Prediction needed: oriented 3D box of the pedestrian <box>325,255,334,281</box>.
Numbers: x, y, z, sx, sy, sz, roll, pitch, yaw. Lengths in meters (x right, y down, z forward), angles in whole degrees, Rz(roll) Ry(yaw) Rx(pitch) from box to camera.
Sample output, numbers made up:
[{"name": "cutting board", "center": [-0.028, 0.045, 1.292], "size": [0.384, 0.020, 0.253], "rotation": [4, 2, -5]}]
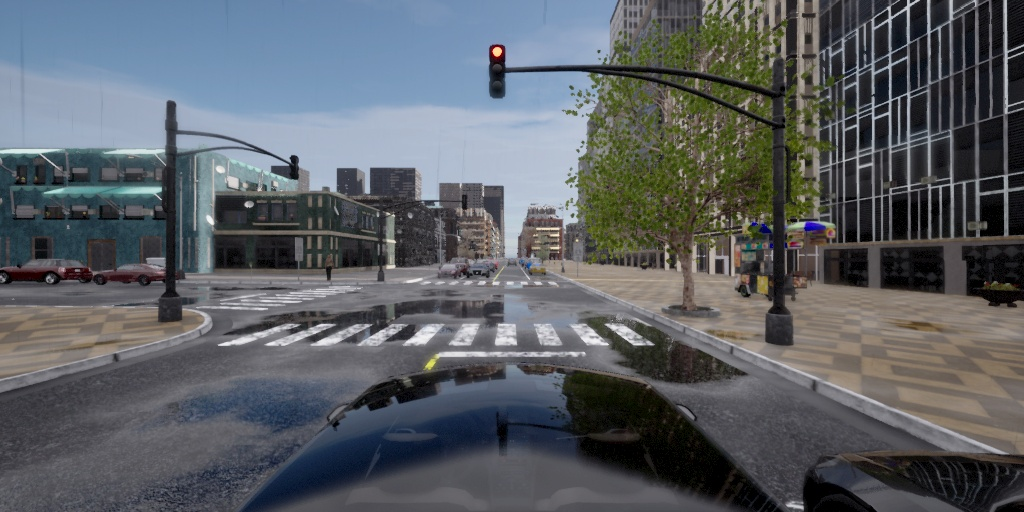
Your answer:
[{"name": "pedestrian", "center": [-12.742, 0.788, 24.916], "size": [0.375, 1.860, 0.375], "rotation": [0, -1, -1]}]

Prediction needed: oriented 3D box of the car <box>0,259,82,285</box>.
[{"name": "car", "center": [-28.363, 0.879, 21.751], "size": [4.097, 1.591, 1.967], "rotation": [0, 0, -1]}]

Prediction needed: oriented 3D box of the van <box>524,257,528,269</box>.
[{"name": "van", "center": [2.703, 1.094, 44.011], "size": [1.690, 1.789, 3.998], "rotation": [0, 0, 0]}]

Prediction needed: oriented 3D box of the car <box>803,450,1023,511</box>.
[{"name": "car", "center": [2.691, 1.316, 0.431], "size": [1.948, 1.339, 4.313], "rotation": [0, 0, 0]}]

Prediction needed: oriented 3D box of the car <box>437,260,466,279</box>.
[{"name": "car", "center": [-5.680, 1.334, 32.909], "size": [1.802, 1.307, 4.207], "rotation": [0, 0, 0]}]

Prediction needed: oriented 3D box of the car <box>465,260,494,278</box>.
[{"name": "car", "center": [-3.089, 1.316, 33.733], "size": [1.994, 1.385, 4.181], "rotation": [0, 0, 0]}]

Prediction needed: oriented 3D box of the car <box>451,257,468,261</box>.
[{"name": "car", "center": [-5.679, 1.067, 38.460], "size": [2.192, 1.841, 5.009], "rotation": [0, 0, 0]}]

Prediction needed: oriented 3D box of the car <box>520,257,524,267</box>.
[{"name": "car", "center": [2.706, 1.305, 55.113], "size": [2.007, 1.370, 4.403], "rotation": [0, 0, 0]}]

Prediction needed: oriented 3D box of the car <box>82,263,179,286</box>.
[{"name": "car", "center": [-22.815, 1.090, 21.828], "size": [4.207, 1.307, 1.802], "rotation": [0, 0, -1]}]

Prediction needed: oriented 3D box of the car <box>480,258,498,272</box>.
[{"name": "car", "center": [-3.086, 1.317, 43.782], "size": [1.994, 1.385, 4.181], "rotation": [0, 0, 0]}]

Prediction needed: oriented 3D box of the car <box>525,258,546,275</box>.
[{"name": "car", "center": [2.702, 1.278, 38.630], "size": [1.751, 1.417, 4.829], "rotation": [0, 0, 0]}]
